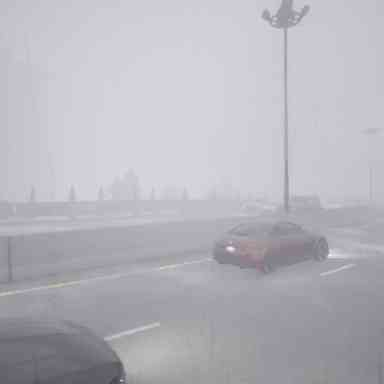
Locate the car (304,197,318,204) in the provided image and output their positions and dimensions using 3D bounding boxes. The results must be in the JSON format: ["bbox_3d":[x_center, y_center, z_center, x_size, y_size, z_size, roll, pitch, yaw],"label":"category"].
[{"bbox_3d":[24.709,1.747,69.176,1.994,1.385,4.181,0,0,11],"label":"car"}]

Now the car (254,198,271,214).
[{"bbox_3d":[8.094,1.586,32.057,1.812,1.442,4.674,0,0,37],"label":"car"}]

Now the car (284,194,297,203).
[{"bbox_3d":[22.168,1.450,74.952,2.150,2.045,5.566,0,0,10],"label":"car"}]

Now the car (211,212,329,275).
[{"bbox_3d":[2.602,1.571,10.646,4.181,1.385,1.994,0,0,-41],"label":"car"}]

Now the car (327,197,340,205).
[{"bbox_3d":[27.221,1.674,64.185,2.128,1.511,4.902,0,0,14],"label":"car"}]

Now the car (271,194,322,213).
[{"bbox_3d":[8.922,1.262,27.389,2.150,2.045,5.566,0,0,39],"label":"car"}]

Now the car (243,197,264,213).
[{"bbox_3d":[7.441,1.435,37.134,2.097,1.767,4.553,0,0,34],"label":"car"}]

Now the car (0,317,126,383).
[{"bbox_3d":[-2.771,1.507,1.928,4.892,1.490,1.837,1,0,-35],"label":"car"}]
